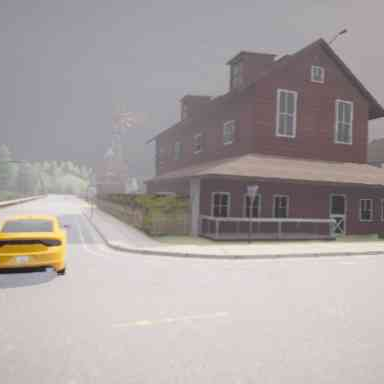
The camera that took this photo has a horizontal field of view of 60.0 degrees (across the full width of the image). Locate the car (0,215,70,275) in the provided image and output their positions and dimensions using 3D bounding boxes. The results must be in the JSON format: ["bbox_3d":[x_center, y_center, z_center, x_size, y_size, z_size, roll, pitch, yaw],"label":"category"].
[{"bbox_3d":[-4.722,1.406,9.897,1.882,1.535,5.008,1,-1,-20],"label":"car"}]
